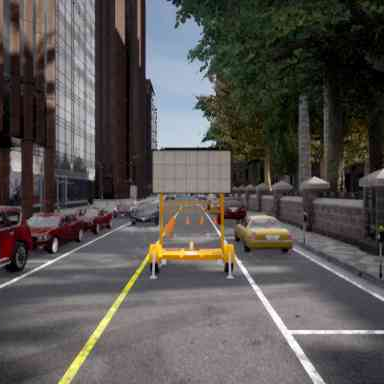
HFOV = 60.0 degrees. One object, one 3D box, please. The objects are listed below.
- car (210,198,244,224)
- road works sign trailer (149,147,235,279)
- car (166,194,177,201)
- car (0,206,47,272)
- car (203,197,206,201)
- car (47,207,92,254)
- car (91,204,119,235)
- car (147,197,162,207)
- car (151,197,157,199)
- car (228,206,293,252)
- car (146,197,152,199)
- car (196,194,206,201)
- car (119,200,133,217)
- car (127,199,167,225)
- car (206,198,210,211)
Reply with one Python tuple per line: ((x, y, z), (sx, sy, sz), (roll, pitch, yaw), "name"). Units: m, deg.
((2.745, 1.314, 24.409), (2.192, 1.841, 5.009), (0, 0, 0), "car")
((-0.006, 0.462, 10.040), (2.380, 3.560, 2.880), (0, 0, 0), "road works sign trailer")
((-5.831, 1.342, 89.092), (2.192, 1.841, 5.009), (0, 0, 0), "car")
((-5.768, 1.313, 8.027), (2.192, 1.841, 5.009), (0, 0, 0), "car")
((2.732, 1.568, 40.778), (1.947, 1.339, 4.313), (0, 0, 0), "car")
((-5.772, 1.542, 13.484), (1.887, 1.381, 4.507), (0, 0, 0), "car")
((-5.776, 1.543, 18.942), (1.887, 1.381, 4.507), (0, 0, 0), "car")
((-5.802, 1.531, 51.514), (1.752, 1.417, 4.829), (0, 0, 0), "car")
((-5.793, 1.547, 40.770), (1.887, 1.381, 4.507), (0, 0, 0), "car")
((2.753, 1.523, 13.665), (1.752, 1.417, 4.829), (0, 0, 0), "car")
((-5.789, 1.552, 35.313), (2.008, 1.369, 4.403), (0, 0, 0), "car")
((2.698, 1.463, 83.661), (1.967, 1.590, 4.097), (0, 0, 0), "car")
((-5.785, 1.440, 29.856), (1.967, 1.590, 4.097), (0, 0, 0), "car")
((-3.118, 1.503, 23.791), (1.837, 1.490, 4.892), (0, 0, 0), "car")
((2.736, 1.526, 35.492), (1.752, 1.417, 4.829), (0, 0, 0), "car")
